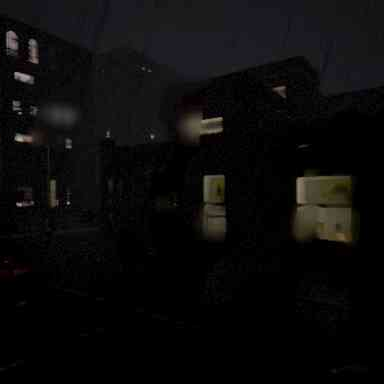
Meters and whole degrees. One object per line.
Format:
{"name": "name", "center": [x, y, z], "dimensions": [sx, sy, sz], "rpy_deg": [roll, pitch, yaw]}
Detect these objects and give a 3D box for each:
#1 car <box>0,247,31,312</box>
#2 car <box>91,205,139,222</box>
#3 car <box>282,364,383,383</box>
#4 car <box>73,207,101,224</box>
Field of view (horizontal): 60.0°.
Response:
{"name": "car", "center": [-5.000, 1.537, 6.613], "dimensions": [4.507, 1.381, 1.887], "rpy_deg": [0, 0, 36]}
{"name": "car", "center": [-7.279, 1.972, 31.782], "dimensions": [1.994, 1.385, 4.181], "rpy_deg": [-1, -1, 35]}
{"name": "car", "center": [2.326, 1.583, 1.383], "dimensions": [4.206, 1.307, 1.802], "rpy_deg": [0, 0, 36]}
{"name": "car", "center": [-7.416, 1.862, 26.920], "dimensions": [2.008, 1.369, 4.403], "rpy_deg": [-2, -2, 35]}
